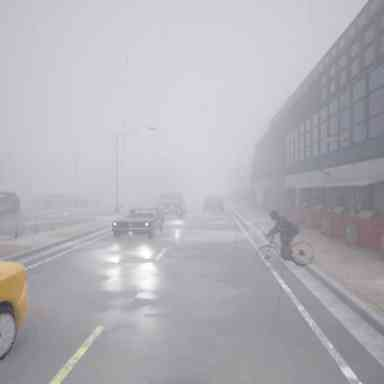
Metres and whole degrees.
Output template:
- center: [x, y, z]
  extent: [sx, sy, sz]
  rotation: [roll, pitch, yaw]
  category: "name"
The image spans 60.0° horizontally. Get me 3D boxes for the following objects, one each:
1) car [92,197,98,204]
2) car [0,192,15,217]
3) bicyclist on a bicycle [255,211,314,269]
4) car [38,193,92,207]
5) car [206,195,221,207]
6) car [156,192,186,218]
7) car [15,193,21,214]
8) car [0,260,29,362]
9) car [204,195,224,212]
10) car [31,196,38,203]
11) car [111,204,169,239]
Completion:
- center: [-15.072, 0.978, 46.175]
  extent: [3.806, 1.475, 1.970]
  rotation: [0, 0, 4]
  category: "car"
- center: [-15.794, 0.963, 24.057]
  extent: [4.605, 1.855, 1.932]
  rotation: [0, 0, 4]
  category: "car"
- center: [2.552, 1.329, 9.359]
  extent: [1.656, 1.620, 0.582]
  rotation: [-7, 0, 4]
  category: "bicyclist on a bicycle"
- center: [-15.171, 0.934, 39.750]
  extent: [5.027, 1.636, 2.152]
  rotation: [0, 0, 4]
  category: "car"
- center: [3.093, 1.235, 47.610]
  extent: [2.128, 1.511, 4.902]
  rotation: [0, 0, 4]
  category: "car"
- center: [-1.783, 1.058, 28.684]
  extent: [2.150, 2.045, 5.566]
  rotation: [0, 1, 4]
  category: "car"
- center: [-16.014, 0.926, 26.983]
  extent: [3.866, 1.878, 1.905]
  rotation: [0, 0, 4]
  category: "car"
- center: [-3.509, 1.457, 2.972]
  extent: [1.882, 1.535, 5.008]
  rotation: [0, 0, 4]
  category: "car"
- center: [2.381, 1.156, 36.419]
  extent: [2.097, 1.767, 4.553]
  rotation: [0, 0, 4]
  category: "car"
- center: [-21.864, 1.014, 50.294]
  extent: [4.514, 1.523, 2.007]
  rotation: [0, 0, 4]
  category: "car"
- center: [-2.583, 1.505, 16.948]
  extent: [1.895, 1.301, 4.718]
  rotation: [0, 0, 4]
  category: "car"
